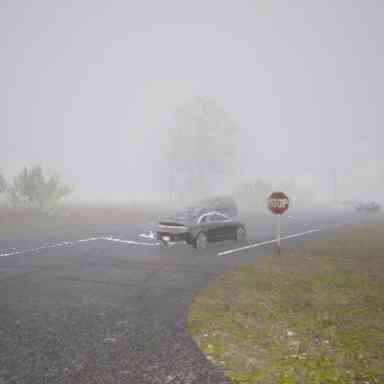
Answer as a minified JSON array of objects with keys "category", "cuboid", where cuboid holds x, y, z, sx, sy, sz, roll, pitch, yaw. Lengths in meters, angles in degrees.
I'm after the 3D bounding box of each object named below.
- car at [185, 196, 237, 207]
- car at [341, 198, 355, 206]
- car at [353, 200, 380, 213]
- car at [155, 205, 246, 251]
[{"category":"car","cuboid":[1.595,1.343,26.915,2.150,2.045,5.566,0,0,39]},{"category":"car","cuboid":[28.132,1.800,59.568,1.895,1.301,4.718,0,0,39]},{"category":"car","cuboid":[21.247,1.767,39.978,1.895,1.301,4.718,0,0,39]},{"category":"car","cuboid":[0.553,1.554,14.517,2.128,1.511,4.902,0,0,39]}]
